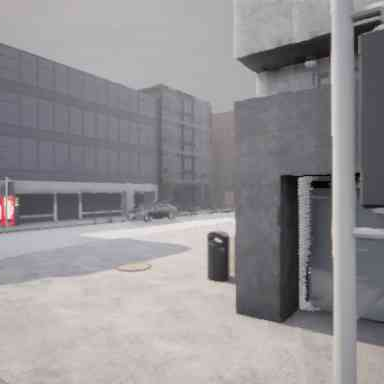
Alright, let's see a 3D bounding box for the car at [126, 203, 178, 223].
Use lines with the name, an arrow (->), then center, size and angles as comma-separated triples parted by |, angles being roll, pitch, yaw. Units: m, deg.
car -> -3.157, 1.632, 26.909 | 2.128, 1.511, 4.902 | -1, 0, 35
